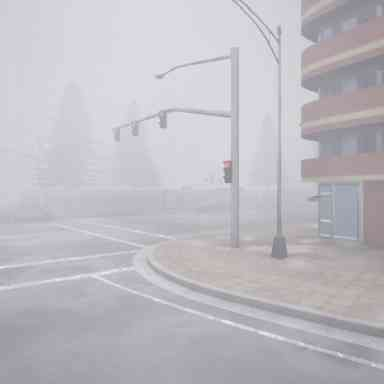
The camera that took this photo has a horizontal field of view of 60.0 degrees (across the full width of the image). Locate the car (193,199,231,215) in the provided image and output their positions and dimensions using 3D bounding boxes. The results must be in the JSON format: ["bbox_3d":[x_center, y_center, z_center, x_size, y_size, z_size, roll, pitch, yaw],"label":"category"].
[{"bbox_3d":[2.401,1.533,35.240,5.008,1.535,1.882,0,0,-37],"label":"car"}]

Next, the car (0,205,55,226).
[{"bbox_3d":[-12.228,1.613,24.161,4.181,1.385,1.994,0,0,-37],"label":"car"}]
